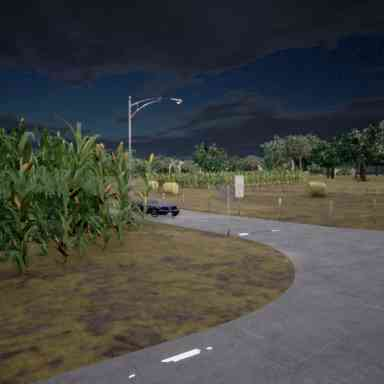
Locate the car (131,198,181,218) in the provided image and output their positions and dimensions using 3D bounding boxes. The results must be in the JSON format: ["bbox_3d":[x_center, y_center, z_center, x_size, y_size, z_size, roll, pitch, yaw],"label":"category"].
[{"bbox_3d":[-2.787,1.135,24.682,1.895,1.301,4.718,-1,2,-35],"label":"car"}]
